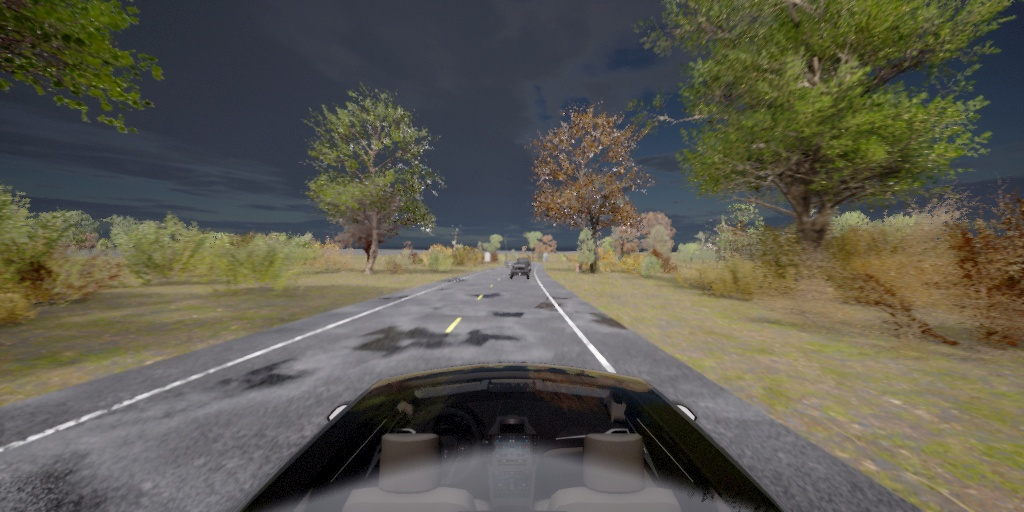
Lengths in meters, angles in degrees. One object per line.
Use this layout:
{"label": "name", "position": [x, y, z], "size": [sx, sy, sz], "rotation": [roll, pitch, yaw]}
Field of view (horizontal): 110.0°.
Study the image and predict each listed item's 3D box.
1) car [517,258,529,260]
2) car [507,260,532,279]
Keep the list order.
{"label": "car", "position": [1.721, 1.253, 53.144], "size": [2.150, 2.045, 5.566], "rotation": [0, -1, 4]}
{"label": "car", "position": [0.799, 1.419, 35.420], "size": [1.837, 1.490, 4.892], "rotation": [0, 0, 2]}
